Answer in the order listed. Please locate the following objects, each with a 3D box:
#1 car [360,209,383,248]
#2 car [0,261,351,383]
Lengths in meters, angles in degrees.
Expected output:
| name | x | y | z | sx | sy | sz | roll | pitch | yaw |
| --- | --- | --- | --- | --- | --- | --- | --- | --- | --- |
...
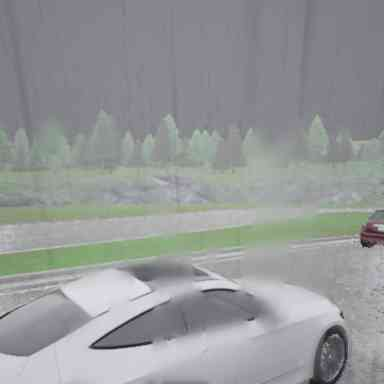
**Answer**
| name | x | y | z | sx | sy | sz | roll | pitch | yaw |
| --- | --- | --- | --- | --- | --- | --- | --- | --- | --- |
| car | 9.195 | 1.470 | 13.906 | 4.553 | 1.767 | 2.097 | 0 | 0 | -30 |
| car | -0.134 | 1.542 | 3.691 | 4.674 | 1.442 | 1.812 | 0 | 0 | -36 |
